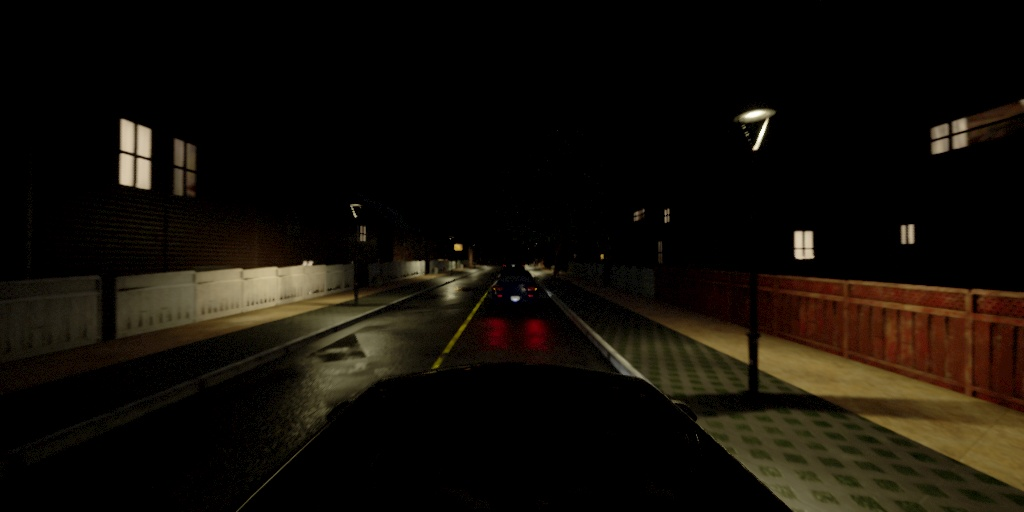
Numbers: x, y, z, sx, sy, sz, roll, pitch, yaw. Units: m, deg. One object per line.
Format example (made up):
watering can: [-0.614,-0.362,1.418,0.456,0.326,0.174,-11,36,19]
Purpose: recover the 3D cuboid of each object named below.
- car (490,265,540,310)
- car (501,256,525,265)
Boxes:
car: [0.113,1.269,14.457,1.812,1.442,4.674,0,0,0]
car: [0.135,1.026,35.739,2.150,2.045,5.566,0,0,0]
